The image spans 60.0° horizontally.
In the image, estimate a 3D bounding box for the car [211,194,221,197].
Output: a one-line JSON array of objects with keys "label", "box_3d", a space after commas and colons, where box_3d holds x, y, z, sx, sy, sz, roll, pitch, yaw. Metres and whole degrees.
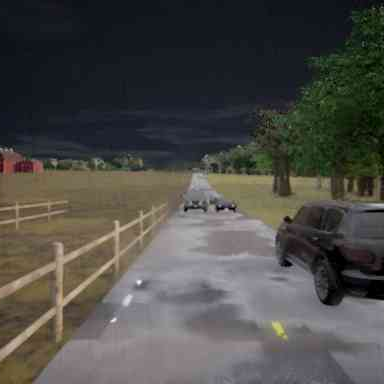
[{"label": "car", "box_3d": [3.244, 0.944, 43.783, 1.895, 1.301, 4.718, 0, 2, 1]}]

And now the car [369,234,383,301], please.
[{"label": "car", "box_3d": [3.585, 1.475, 2.313, 1.801, 1.575, 5.366, 0, 0, 1]}]

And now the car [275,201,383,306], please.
[{"label": "car", "box_3d": [3.653, 1.214, 8.149, 2.150, 2.045, 5.566, 0, 0, 1]}]

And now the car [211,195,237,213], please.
[{"label": "car", "box_3d": [3.143, 1.236, 32.156, 1.895, 1.301, 4.718, 0, 1, 1]}]

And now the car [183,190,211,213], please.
[{"label": "car", "box_3d": [0.346, 0.847, 31.716, 2.150, 2.045, 5.566, 0, 1, 1]}]
